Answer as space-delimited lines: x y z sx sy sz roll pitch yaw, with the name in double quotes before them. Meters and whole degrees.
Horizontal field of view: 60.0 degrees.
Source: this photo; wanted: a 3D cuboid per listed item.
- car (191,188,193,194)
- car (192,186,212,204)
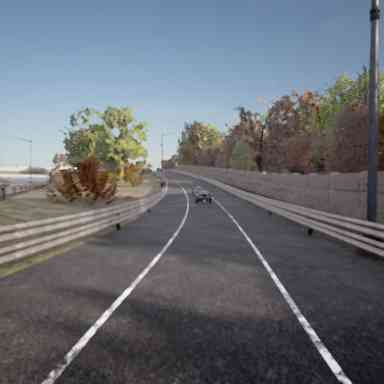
"car" 0.911 -0.179 49.862 1.895 1.301 4.718 0 5 -3
"car" 1.297 0.515 38.820 1.837 1.490 4.892 0 4 -2
